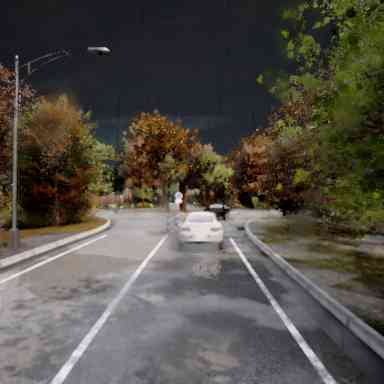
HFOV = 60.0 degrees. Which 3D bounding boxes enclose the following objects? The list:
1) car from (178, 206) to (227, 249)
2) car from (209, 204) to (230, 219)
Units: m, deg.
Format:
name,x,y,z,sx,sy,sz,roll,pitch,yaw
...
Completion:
name,x,y,z,sx,sy,sz,roll,pitch,yaw
car,0.389,1.559,14.699,1.812,1.442,4.674,0,0,2
car,2.511,1.839,31.674,1.882,1.535,5.008,-1,-2,12
